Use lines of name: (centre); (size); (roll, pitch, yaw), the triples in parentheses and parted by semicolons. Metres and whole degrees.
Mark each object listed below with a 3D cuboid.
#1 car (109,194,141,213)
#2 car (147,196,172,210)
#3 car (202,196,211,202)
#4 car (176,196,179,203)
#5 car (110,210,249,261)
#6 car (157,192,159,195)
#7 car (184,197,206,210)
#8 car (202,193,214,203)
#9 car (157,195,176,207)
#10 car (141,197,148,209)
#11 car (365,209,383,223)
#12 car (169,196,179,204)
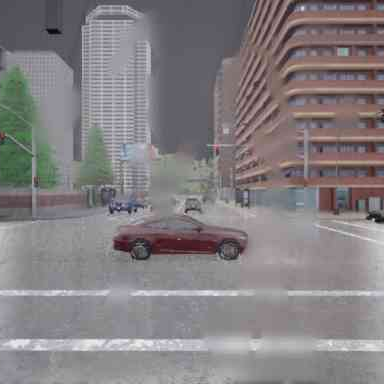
car: (-7.150, 1.222, 35.187); (2.150, 2.045, 5.566); (0, 0, 0)
car: (-3.651, 1.526, 38.247); (1.812, 1.442, 4.674); (0, 0, 0)
car: (3.391, 1.576, 78.236); (1.895, 1.301, 4.718); (0, 0, 0)
car: (-3.663, 1.547, 57.054); (2.033, 1.411, 5.357); (0, 0, 0)
car: (-0.383, 1.511, 11.569); (4.674, 1.442, 1.812); (0, 0, -1)
car: (-7.134, 1.352, 64.775); (2.097, 1.767, 4.553); (0, 0, 0)
car: (0.108, 1.547, 37.285); (2.033, 1.411, 5.357); (0, 0, -1)
car: (3.405, 1.221, 68.668); (2.150, 2.045, 5.566); (0, 0, 0)
car: (-3.658, 1.526, 47.343); (1.812, 1.442, 4.674); (0, 0, 0)
car: (-7.163, 1.547, 45.437); (2.033, 1.411, 5.357); (0, 0, 0)
car: (15.000, 1.492, 23.239); (5.357, 1.411, 2.033); (0, 0, -12)
car: (-3.615, 1.526, 67.010); (1.812, 1.442, 4.674); (0, 0, 0)
